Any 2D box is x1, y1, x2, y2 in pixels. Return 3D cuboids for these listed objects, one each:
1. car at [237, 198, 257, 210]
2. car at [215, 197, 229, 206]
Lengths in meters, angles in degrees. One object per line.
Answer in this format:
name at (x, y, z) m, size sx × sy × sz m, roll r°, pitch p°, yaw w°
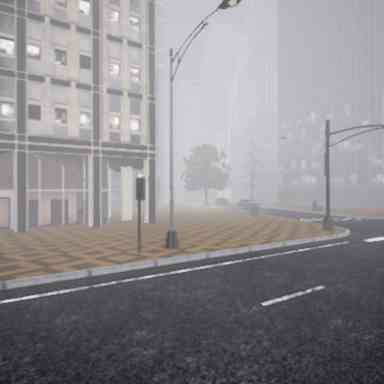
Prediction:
car at (7.406, 1.644, 44.900) m, size 1.837 × 1.490 × 4.892 m, roll 0°, pitch 0°, yaw -7°
car at (5.400, 1.740, 60.249) m, size 1.837 × 1.490 × 4.892 m, roll 0°, pitch 0°, yaw -7°
